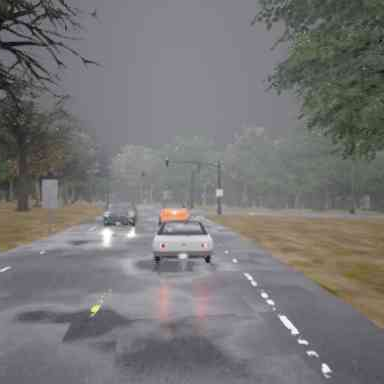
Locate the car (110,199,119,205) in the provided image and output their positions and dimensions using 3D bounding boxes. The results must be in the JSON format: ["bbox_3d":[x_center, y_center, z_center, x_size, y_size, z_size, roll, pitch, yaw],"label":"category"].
[{"bbox_3d":[-20.868,2.641,89.406,1.994,1.385,4.181,0,-1,-21],"label":"car"}]

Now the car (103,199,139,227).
[{"bbox_3d":[-4.875,1.435,23.382,2.097,1.767,4.553,0,0,-5],"label":"car"}]

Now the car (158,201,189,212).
[{"bbox_3d":[-1.356,1.438,24.248,2.097,1.767,4.553,0,0,-6],"label":"car"}]

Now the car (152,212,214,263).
[{"bbox_3d":[-0.377,1.641,12.184,1.895,1.301,4.718,0,0,-3],"label":"car"}]
